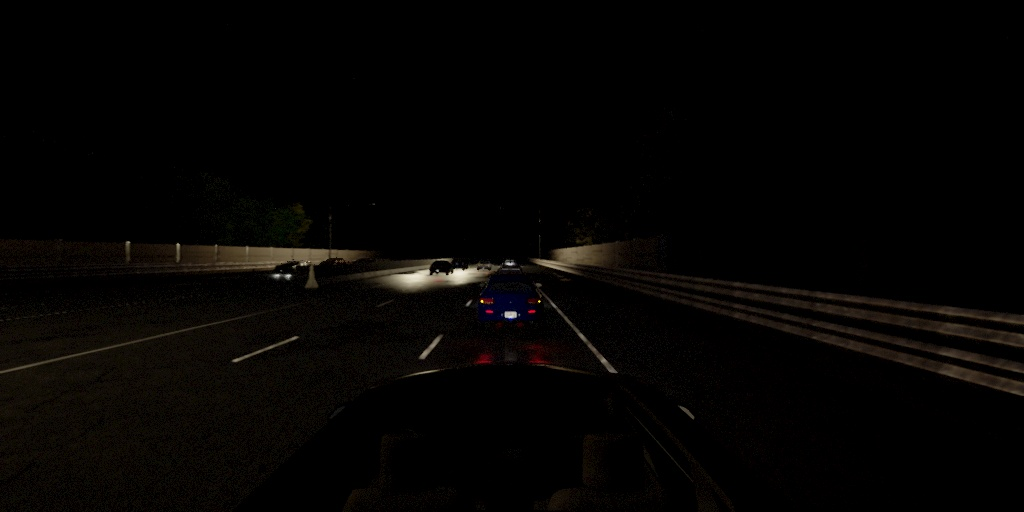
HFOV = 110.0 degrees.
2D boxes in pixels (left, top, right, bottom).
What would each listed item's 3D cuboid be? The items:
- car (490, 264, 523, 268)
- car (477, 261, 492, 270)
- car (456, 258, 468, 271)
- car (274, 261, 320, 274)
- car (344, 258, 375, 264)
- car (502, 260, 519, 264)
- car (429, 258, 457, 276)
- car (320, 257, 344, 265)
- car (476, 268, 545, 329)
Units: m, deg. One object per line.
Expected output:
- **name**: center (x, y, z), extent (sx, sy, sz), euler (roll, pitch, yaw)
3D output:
- **car**: center (-0.130, 1.335, 21.698), extent (1.895, 1.301, 4.718), euler (0, 0, -1)
- **car**: center (-3.799, 1.313, 50.089), extent (1.895, 1.301, 4.718), euler (0, 0, -1)
- **car**: center (-7.295, 1.065, 49.612), extent (2.097, 1.767, 4.553), euler (0, 0, -1)
- **car**: center (-24.808, 1.244, 41.213), extent (2.033, 1.411, 5.357), euler (2, -1, 0)
- **car**: center (-17.835, 1.068, 43.141), extent (2.097, 1.767, 4.553), euler (0, 0, -1)
- **car**: center (-0.106, 1.220, 29.863), extent (2.128, 1.511, 4.902), euler (0, 0, -1)
- **car**: center (-7.172, 1.222, 36.809), extent (1.837, 1.490, 4.892), euler (0, -1, -1)
- **car**: center (-21.333, 0.811, 43.199), extent (1.882, 1.535, 5.008), euler (0, 0, -1)
- **car**: center (-0.046, 1.268, 11.055), extent (1.812, 1.442, 4.674), euler (0, 0, 0)
